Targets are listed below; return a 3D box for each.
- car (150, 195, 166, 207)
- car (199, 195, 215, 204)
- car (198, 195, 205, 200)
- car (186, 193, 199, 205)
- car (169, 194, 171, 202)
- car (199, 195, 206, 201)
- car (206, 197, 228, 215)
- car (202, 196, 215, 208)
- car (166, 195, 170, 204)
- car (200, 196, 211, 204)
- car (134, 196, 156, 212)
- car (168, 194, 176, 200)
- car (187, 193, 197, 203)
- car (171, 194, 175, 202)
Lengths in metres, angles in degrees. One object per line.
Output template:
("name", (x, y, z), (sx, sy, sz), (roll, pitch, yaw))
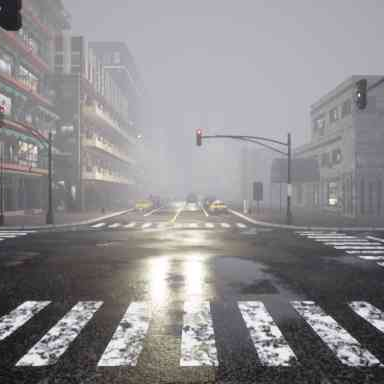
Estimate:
("car", (-5.691, 1.351, 50.486), (2.192, 1.841, 5.009), (0, 0, 0))
("car", (2.689, 1.351, 50.488), (2.192, 1.841, 5.009), (0, 0, 0))
("car", (2.683, 1.670, 94.801), (2.008, 1.369, 4.403), (0, 0, 0))
("car", (-0.005, 1.403, 60.646), (2.097, 1.767, 4.553), (0, 0, 0))
("car", (-5.694, 1.587, 66.933), (1.752, 1.417, 4.829), (0, 0, 0))
("car", (2.684, 1.632, 89.432), (1.752, 1.417, 4.829), (0, 0, 0))
("car", (2.690, 1.544, 34.040), (1.752, 1.417, 4.829), (0, 0, 0))
("car", (2.689, 1.611, 44.948), (1.802, 1.307, 4.206), (0, 0, 0))
("car", (-5.694, 1.603, 61.564), (2.008, 1.369, 4.403), (0, 0, 0))
("car", (2.687, 1.612, 67.105), (2.008, 1.369, 4.403), (0, 0, 0))
("car", (-5.692, 1.549, 39.237), (1.752, 1.417, 4.829), (0, 0, 0))
("car", (-5.696, 1.434, 94.801), (2.192, 1.841, 5.009), (0, 0, 0))
("car", (-0.006, 1.182, 70.709), (2.150, 2.045, 5.566), (0, 0, 0))
("car", (-5.695, 1.628, 78.183), (1.887, 1.381, 4.507), (0, 0, 0))
